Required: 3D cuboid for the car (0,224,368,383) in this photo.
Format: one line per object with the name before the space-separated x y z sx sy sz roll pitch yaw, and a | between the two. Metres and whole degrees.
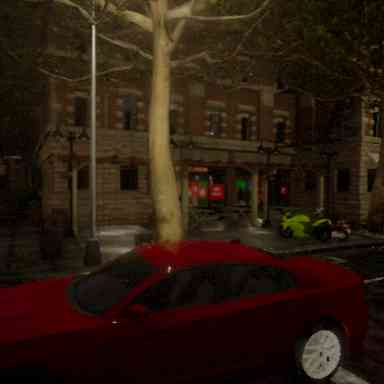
car | -0.200 1.385 4.095 5.008 1.535 1.882 0 1 -22
